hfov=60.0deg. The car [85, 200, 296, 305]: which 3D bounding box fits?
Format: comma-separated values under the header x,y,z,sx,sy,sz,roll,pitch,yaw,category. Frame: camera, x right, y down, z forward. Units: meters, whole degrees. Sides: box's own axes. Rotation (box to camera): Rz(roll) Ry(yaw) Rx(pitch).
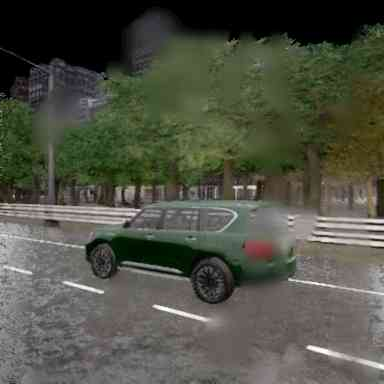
x,y,z,sx,sy,sz,roll,pitch,yaw,category
-0.277,1.224,8.364,5.566,2.045,2.150,0,0,36,car
